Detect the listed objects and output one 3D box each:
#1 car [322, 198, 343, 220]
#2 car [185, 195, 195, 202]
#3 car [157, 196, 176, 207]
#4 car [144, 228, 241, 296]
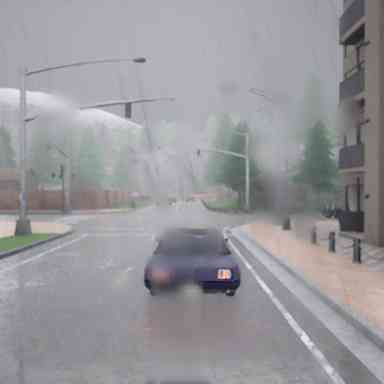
[{"bbox_3d":[12.889,1.293,26.453,4.553,1.767,2.097,0,0,0],"label":"car"},{"bbox_3d":[-0.402,1.354,68.381,2.033,1.411,5.357,0,0,0],"label":"car"},{"bbox_3d":[-3.858,1.411,48.043,2.033,1.411,5.357,0,0,0],"label":"car"},{"bbox_3d":[0.013,1.576,8.533,1.895,1.301,4.718,0,0,0],"label":"car"}]
